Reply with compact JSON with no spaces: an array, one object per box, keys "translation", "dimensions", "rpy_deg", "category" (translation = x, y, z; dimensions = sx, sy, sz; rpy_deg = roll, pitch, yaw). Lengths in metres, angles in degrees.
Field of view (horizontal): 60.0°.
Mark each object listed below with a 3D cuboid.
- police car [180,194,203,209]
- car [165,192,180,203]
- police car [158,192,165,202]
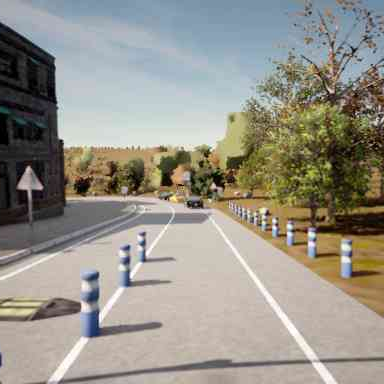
[{"translation":[0.100,1.151,40.527],"dimensions":[1.930,1.638,5.238],"rpy_deg":[-1,2,-8],"category":"police car"},{"translation":[-2.241,0.909,50.786],"dimensions":[1.801,1.575,5.366],"rpy_deg":[-2,2,-17],"category":"car"},{"translation":[-4.380,0.751,56.593],"dimensions":[1.930,1.638,5.238],"rpy_deg":[-3,2,-23],"category":"police car"}]
